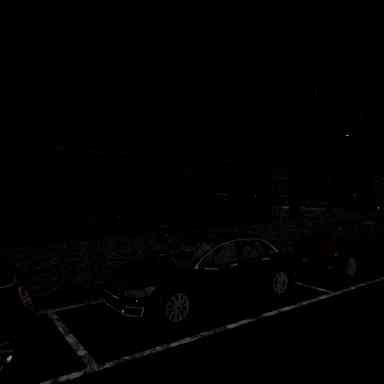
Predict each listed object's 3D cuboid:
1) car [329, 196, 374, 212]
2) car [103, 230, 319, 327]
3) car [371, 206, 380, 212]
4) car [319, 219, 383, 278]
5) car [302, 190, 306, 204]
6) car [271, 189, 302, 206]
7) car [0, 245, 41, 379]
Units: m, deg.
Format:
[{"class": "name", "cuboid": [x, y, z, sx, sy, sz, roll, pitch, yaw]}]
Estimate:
[{"class": "car", "cuboid": [15.961, 1.171, 32.991, 2.128, 1.511, 4.902, 0, 1, -36]}, {"class": "car", "cuboid": [0.379, 1.551, 6.924, 4.403, 1.369, 2.008, 0, 0, -36]}, {"class": "car", "cuboid": [9.260, 1.441, 13.268, 4.097, 1.590, 1.967, 0, 0, -36]}, {"class": "car", "cuboid": [4.820, 1.545, 10.096, 4.507, 1.381, 1.887, 0, 0, -36]}, {"class": "car", "cuboid": [12.267, 0.690, 43.635, 2.150, 2.045, 5.566, 0, 1, -36]}, {"class": "car", "cuboid": [10.222, 0.710, 40.994, 2.150, 2.045, 5.566, 0, 1, -35]}, {"class": "car", "cuboid": [-4.061, 1.440, 3.752, 4.097, 1.590, 1.967, 0, 0, -36]}]
